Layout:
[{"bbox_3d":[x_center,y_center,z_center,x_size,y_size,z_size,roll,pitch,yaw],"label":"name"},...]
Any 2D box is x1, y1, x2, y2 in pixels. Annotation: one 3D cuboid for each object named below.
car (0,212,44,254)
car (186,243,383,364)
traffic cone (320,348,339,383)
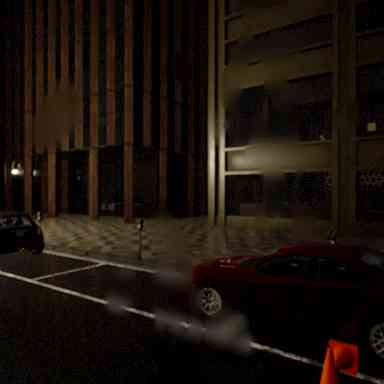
[{"bbox_3d":[-7.306,1.438,12.229,4.097,1.590,1.967,0,0,35],"label":"car"},{"bbox_3d":[1.966,1.545,5.675,4.507,1.381,1.887,0,0,35],"label":"car"},{"bbox_3d":[1.464,1.955,3.533,0.340,0.580,0.340,0,0,36],"label":"traffic cone"}]
